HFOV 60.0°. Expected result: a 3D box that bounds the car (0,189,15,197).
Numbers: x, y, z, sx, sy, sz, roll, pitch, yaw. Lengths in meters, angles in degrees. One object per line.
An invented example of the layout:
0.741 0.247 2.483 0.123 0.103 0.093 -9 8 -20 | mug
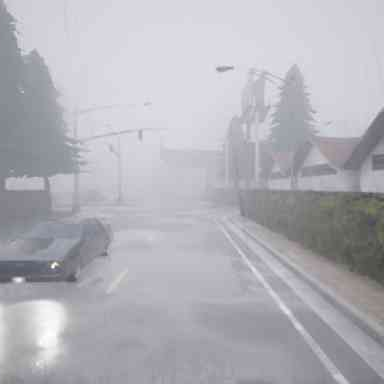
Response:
-43.080 0.269 75.711 4.605 1.855 1.932 0 1 -1 | car

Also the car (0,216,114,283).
-3.648 1.435 9.634 2.033 1.411 5.357 0 1 0 | car

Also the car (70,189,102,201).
-17.136 0.442 53.915 3.866 1.878 1.905 0 1 -1 | car

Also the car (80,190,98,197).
-24.577 0.381 79.559 3.633 1.501 1.845 0 1 -1 | car

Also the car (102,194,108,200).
-16.567 0.682 57.250 3.806 1.475 1.970 0 1 -1 | car

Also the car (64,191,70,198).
-24.492 0.487 69.567 4.514 1.523 2.007 0 1 -1 | car

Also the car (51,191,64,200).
-25.045 0.448 57.101 4.605 1.855 1.932 0 1 -1 | car

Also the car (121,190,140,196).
-17.055 0.214 91.501 5.027 1.636 2.152 0 1 -1 | car
